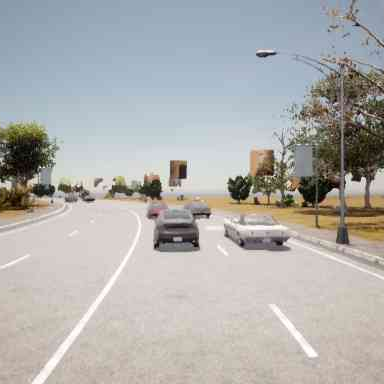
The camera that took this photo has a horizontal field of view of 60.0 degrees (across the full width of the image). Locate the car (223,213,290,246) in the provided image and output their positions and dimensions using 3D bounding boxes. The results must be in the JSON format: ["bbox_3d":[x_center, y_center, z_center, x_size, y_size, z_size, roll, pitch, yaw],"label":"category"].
[{"bbox_3d":[2.710,1.618,15.197,1.895,1.301,4.718,0,0,-6],"label":"car"}]

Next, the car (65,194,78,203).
[{"bbox_3d":[-25.031,1.277,69.080,2.097,1.767,4.553,0,0,-28],"label":"car"}]

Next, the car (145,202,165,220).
[{"bbox_3d":[-3.066,1.572,29.809,1.994,1.385,4.181,0,0,-12],"label":"car"}]

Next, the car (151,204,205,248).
[{"bbox_3d":[-0.769,1.515,14.813,1.837,1.490,4.892,0,0,-6],"label":"car"}]

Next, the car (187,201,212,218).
[{"bbox_3d":[0.362,1.568,30.514,2.033,1.411,5.357,0,0,-12],"label":"car"}]

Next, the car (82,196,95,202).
[{"bbox_3d":[-21.989,1.523,70.806,1.895,1.301,4.718,0,0,-28],"label":"car"}]
